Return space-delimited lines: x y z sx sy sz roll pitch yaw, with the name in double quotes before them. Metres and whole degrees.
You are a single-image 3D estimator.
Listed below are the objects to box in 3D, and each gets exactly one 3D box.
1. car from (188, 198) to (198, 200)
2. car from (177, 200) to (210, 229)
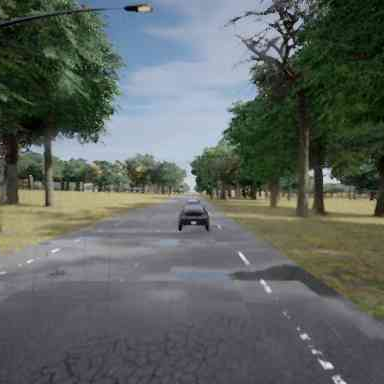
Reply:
"car" 0.093 1.492 41.493 1.812 1.442 4.674 0 0 0
"car" 0.102 1.497 21.282 1.837 1.490 4.892 0 0 0
